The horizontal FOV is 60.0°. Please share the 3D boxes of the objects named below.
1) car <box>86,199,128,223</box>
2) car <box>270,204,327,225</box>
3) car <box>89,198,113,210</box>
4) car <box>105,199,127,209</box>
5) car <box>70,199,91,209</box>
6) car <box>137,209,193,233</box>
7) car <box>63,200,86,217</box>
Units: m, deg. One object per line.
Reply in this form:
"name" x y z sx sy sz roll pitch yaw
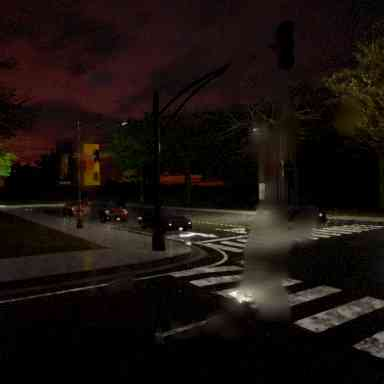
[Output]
"car" -7.475 1.717 29.819 2.097 1.767 4.553 -1 0 -35
"car" 7.936 1.607 25.097 1.994 1.385 4.181 -1 0 -35
"car" -13.791 1.783 50.392 2.097 1.767 4.553 -1 0 -35
"car" -12.472 1.894 54.147 1.837 1.490 4.892 -1 0 -35
"car" -19.656 2.079 58.701 2.033 1.411 5.357 -1 0 -35
"car" -1.975 1.820 22.069 2.033 1.411 5.357 -1 0 -29
"car" -13.270 1.814 38.099 2.097 1.767 4.553 -1 0 -35
